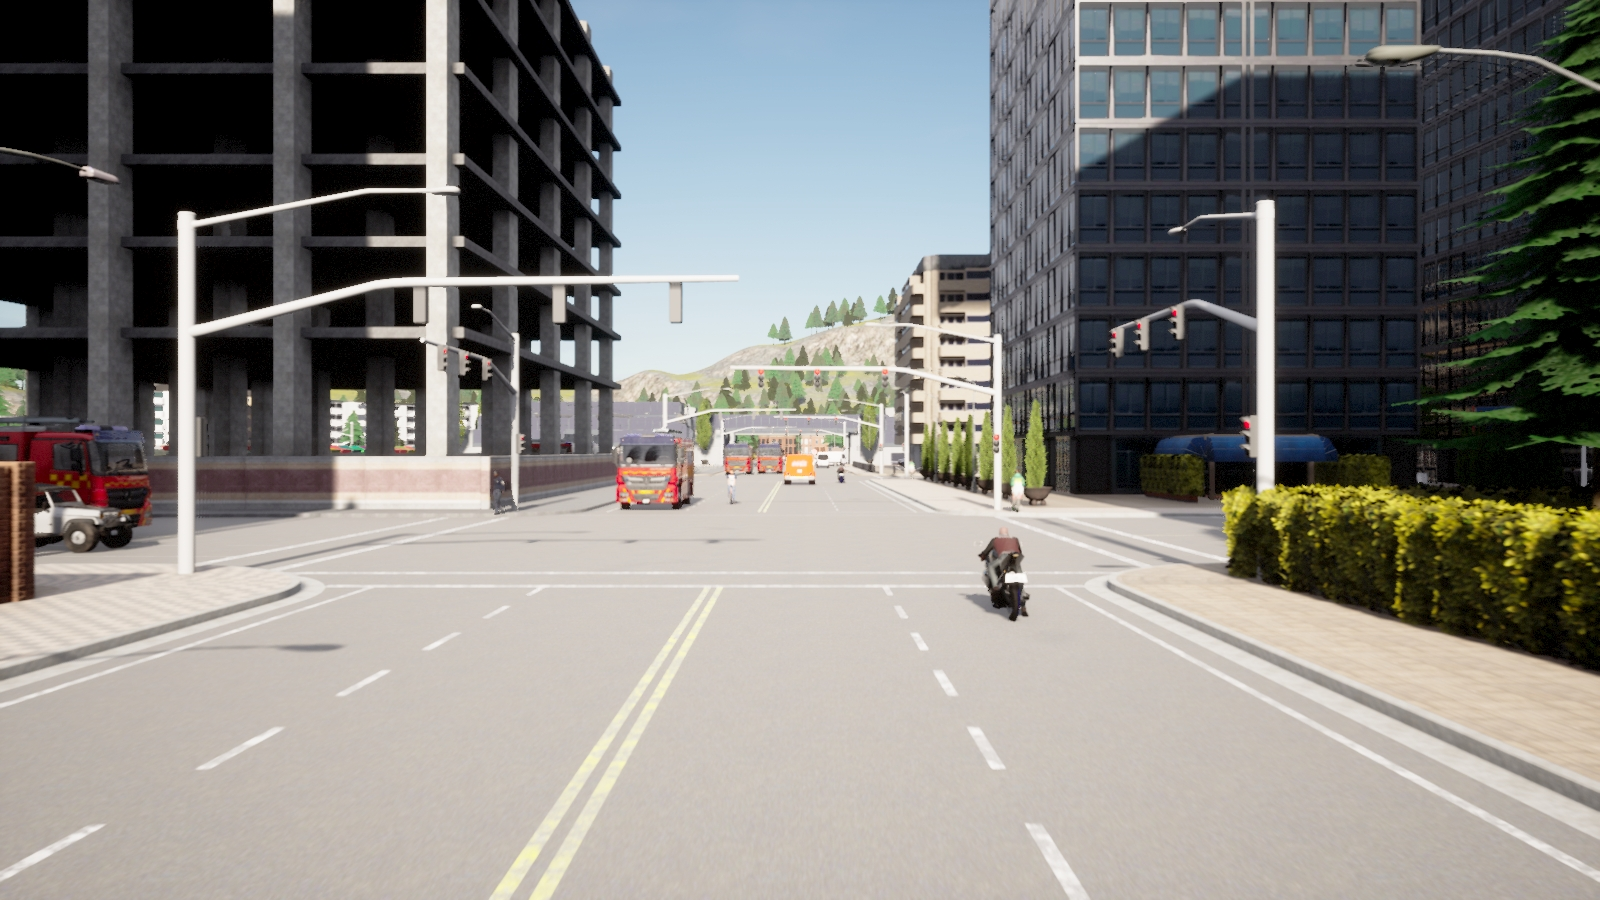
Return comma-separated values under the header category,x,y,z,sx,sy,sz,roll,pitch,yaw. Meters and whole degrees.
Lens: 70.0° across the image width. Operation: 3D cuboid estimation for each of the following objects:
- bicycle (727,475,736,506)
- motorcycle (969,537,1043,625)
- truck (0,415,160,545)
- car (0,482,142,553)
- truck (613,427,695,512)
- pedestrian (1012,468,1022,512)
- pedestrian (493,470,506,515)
category,x,y,z,sx,sy,sz,roll,pitch,yaw
bicycle,-3.503,2.061,58.419,0.373,1.496,1.643,0,0,0
motorcycle,3.499,2.207,19.576,0.867,1.251,2.209,0,0,0
truck,-24.732,0.894,35.176,8.468,3.827,2.891,0,0,0
car,-20.854,1.860,31.905,3.866,1.878,1.905,0,0,0
truck,-7.012,0.895,55.956,2.891,3.827,8.468,0,0,0
pedestrian,9.270,1.700,48.854,0.375,1.860,0.375,0,0,1
pedestrian,-12.587,1.771,47.807,0.375,1.860,0.375,0,0,26
